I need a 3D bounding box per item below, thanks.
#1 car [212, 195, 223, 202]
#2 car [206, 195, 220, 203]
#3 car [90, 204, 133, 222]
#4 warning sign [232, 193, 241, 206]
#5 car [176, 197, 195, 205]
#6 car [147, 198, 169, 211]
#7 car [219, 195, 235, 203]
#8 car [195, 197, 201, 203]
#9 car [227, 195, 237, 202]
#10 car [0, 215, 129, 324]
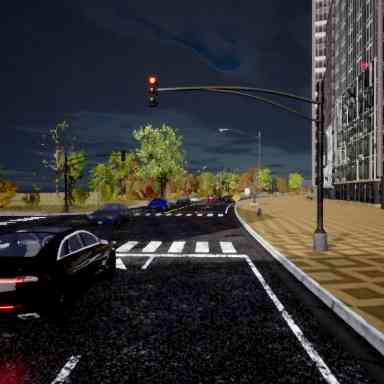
[{"bbox_3d":[6.327,1.495,80.564,1.882,1.535,5.008,0,0,14],"label":"car"},{"bbox_3d":[4.370,1.366,71.171,2.097,1.767,4.553,0,0,12],"label":"car"},{"bbox_3d":[-5.638,1.545,23.721,2.033,1.411,5.357,0,0,4],"label":"car"},{"bbox_3d":[6.460,1.122,48.222,1.300,1.860,1.060,0,0,8],"label":"warning sign"},{"bbox_3d":[-1.429,1.553,58.550,2.033,1.411,5.357,0,0,10],"label":"car"},{"bbox_3d":[-4.029,1.478,40.454,1.882,1.535,5.008,0,0,7],"label":"car"},{"bbox_3d":[7.488,1.493,70.118,1.882,1.535,5.008,0,0,12],"label":"car"},{"bbox_3d":[0.625,1.605,69.589,1.895,1.301,4.718,0,0,11],"label":"car"},{"bbox_3d":[9.621,1.498,80.376,1.882,1.535,5.008,0,0,14],"label":"car"},{"bbox_3d":[-2.993,1.491,7.121,2.128,1.511,4.902,0,0,1],"label":"car"}]
